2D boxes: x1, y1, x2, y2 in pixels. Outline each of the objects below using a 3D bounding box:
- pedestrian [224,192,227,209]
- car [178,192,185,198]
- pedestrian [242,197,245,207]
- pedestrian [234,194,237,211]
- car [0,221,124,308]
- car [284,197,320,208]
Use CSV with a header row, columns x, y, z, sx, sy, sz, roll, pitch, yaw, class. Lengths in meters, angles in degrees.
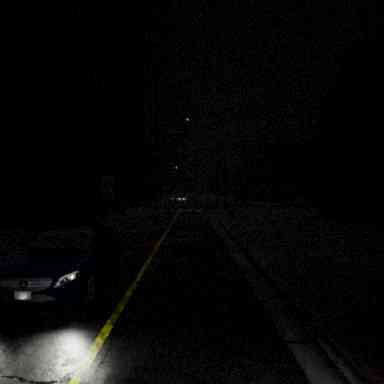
x,y,z,sx,sy,sz,roll,pitch,yaw,class
3.517,0.908,35.593,0.375,1.860,0.375,0,0,0,pedestrian
-2.731,0.809,89.794,2.128,1.511,4.902,0,0,0,car
5.518,1.016,34.992,0.500,1.100,0.500,0,0,0,pedestrian
4.517,1.066,34.392,0.375,1.860,0.375,0,0,0,pedestrian
-2.859,1.479,7.955,1.812,1.442,4.674,0,0,0,car
13.898,1.326,41.169,4.829,1.417,1.752,0,0,0,car
